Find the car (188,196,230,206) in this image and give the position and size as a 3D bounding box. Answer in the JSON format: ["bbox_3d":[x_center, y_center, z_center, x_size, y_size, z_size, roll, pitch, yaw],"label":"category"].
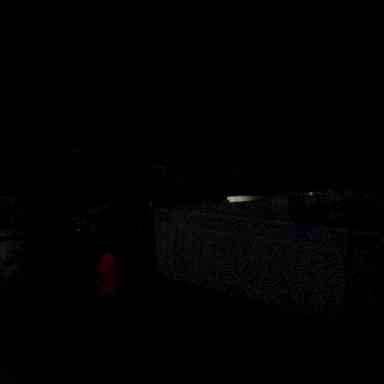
[{"bbox_3d":[1.360,1.108,25.951,2.097,1.767,4.553,-2,-1,34],"label":"car"}]

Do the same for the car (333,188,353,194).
[{"bbox_3d":[22.878,0.504,50.366,2.150,2.045,5.566,-2,-1,37],"label":"car"}]

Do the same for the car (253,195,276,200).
[{"bbox_3d":[7.538,1.109,34.362,1.882,1.535,5.008,-2,-1,37],"label":"car"}]

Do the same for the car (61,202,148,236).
[{"bbox_3d":[-4.555,1.358,17.867,1.882,1.535,5.008,-2,-1,36],"label":"car"}]
